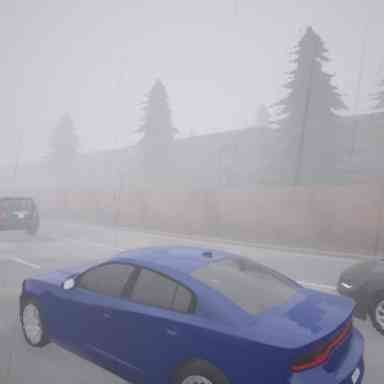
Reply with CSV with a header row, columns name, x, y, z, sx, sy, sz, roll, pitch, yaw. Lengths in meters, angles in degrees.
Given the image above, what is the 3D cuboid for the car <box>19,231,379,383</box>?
name,x,y,z,sx,sy,sz,roll,pitch,yaw
car,-0.470,1.489,4.547,5.008,1.535,1.882,0,0,38

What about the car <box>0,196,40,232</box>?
name,x,y,z,sx,sy,sz,roll,pitch,yaw
car,-10.051,1.228,17.579,5.566,2.045,2.150,0,0,43

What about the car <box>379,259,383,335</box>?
name,x,y,z,sx,sy,sz,roll,pitch,yaw
car,4.823,1.538,4.973,4.892,1.490,1.837,0,0,35
